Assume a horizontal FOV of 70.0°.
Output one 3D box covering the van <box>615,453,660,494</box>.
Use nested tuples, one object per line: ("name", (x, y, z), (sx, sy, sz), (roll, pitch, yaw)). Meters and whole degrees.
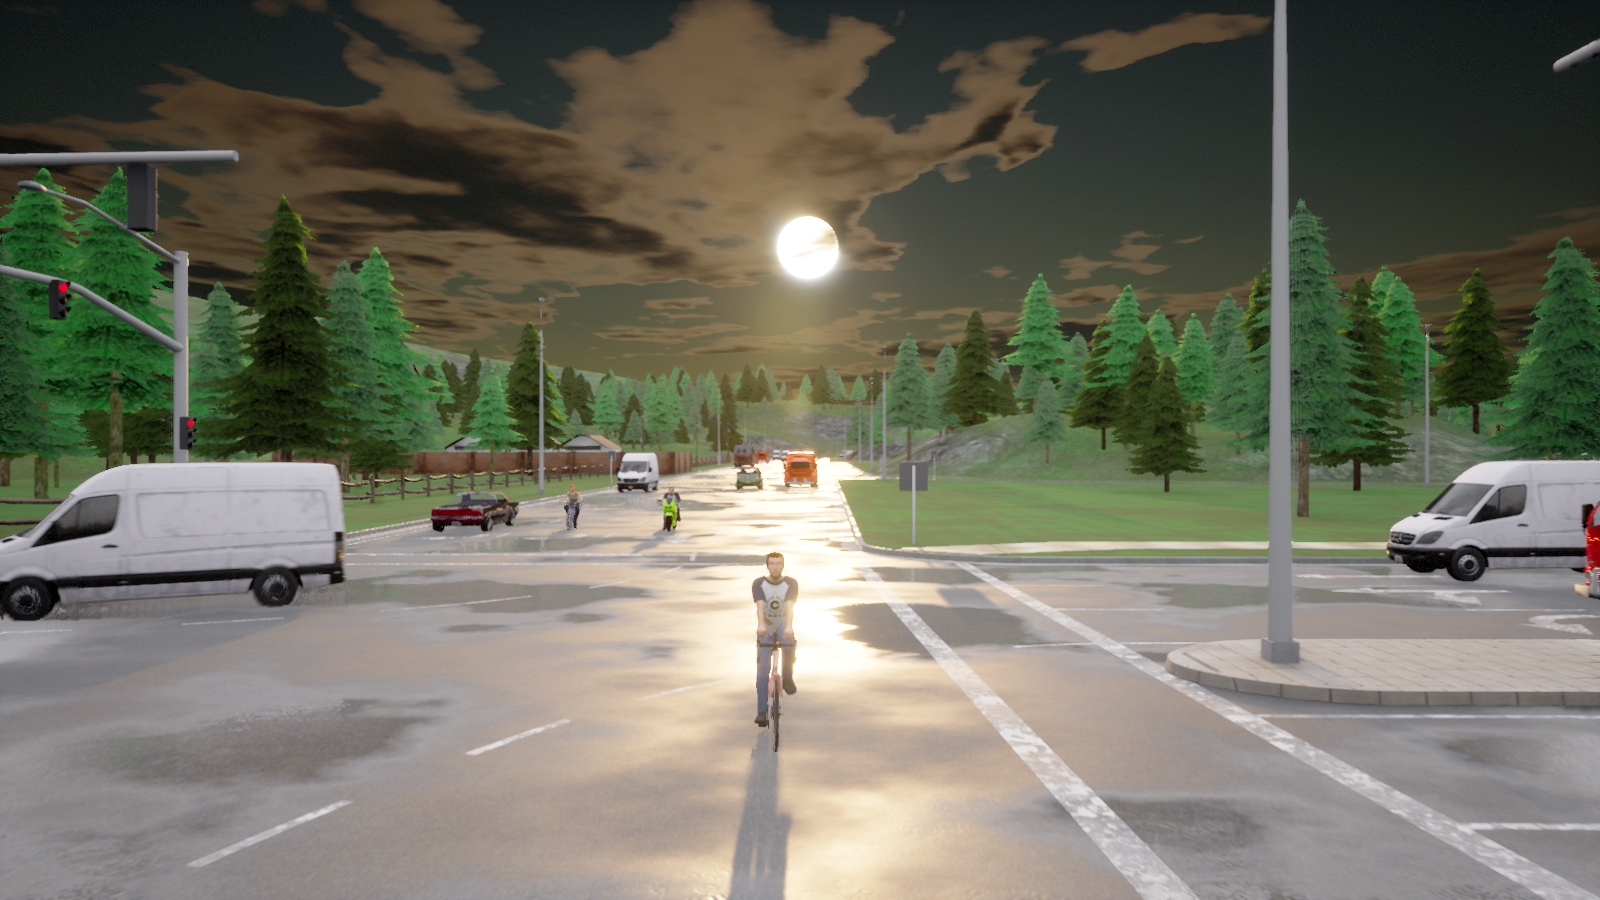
("van", (-10.658, 1.487, 75.267), (1.988, 2.561, 5.915), (0, 0, 1))

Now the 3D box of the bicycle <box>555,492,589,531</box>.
("bicycle", (-7.908, 2.133, 39.637), (0.859, 1.277, 1.487), (0, 0, 1))

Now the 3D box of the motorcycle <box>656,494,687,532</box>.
("motorcycle", (-4.415, 2.161, 39.337), (0.803, 1.199, 2.033), (0, 0, 1))

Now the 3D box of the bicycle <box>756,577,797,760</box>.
("bicycle", (-0.238, 2.047, 11.064), (0.373, 1.496, 1.643), (0, -1, -2))

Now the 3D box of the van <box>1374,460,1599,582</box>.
("van", (16.098, 1.518, 25.149), (5.915, 2.561, 1.988), (0, 0, 0))

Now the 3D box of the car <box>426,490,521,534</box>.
("car", (-11.397, 2.130, 40.233), (1.895, 1.301, 4.718), (0, 0, 1))

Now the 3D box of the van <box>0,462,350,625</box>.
("van", (-11.281, 1.521, 20.319), (5.915, 2.561, 1.988), (0, 1, -28))

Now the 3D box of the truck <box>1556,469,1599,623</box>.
("truck", (15.478, 1.556, 18.153), (5.204, 2.467, 2.627), (0, 0, 0))
